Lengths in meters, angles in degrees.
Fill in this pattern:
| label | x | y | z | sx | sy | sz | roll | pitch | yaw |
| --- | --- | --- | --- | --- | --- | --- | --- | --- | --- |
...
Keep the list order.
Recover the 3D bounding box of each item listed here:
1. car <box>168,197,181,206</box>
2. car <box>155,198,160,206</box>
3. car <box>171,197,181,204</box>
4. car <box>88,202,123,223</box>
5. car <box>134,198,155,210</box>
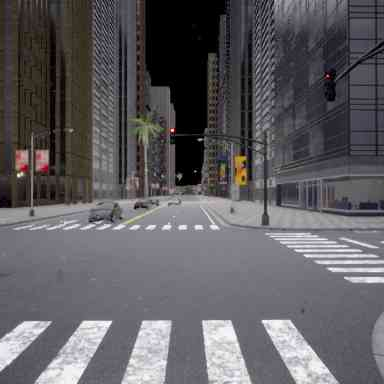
| label | x | y | z | sx | sy | sz | roll | pitch | yaw |
| --- | --- | --- | --- | --- | --- | --- | --- | --- | --- |
| car | -3.266 | 1.779 | 59.928 | 1.895 | 1.301 | 4.718 | 0 | 0 | 0 |
| car | -6.672 | 1.728 | 56.941 | 1.994 | 1.385 | 4.181 | 0 | 0 | 0 |
| car | -3.284 | 1.786 | 69.824 | 1.994 | 1.385 | 4.181 | 0 | 0 | 0 |
| car | -6.648 | 1.558 | 25.984 | 1.837 | 1.490 | 4.892 | 0 | 0 | 0 |
| car | -6.677 | 1.664 | 45.309 | 2.033 | 1.411 | 5.357 | 0 | 0 | 0 |
